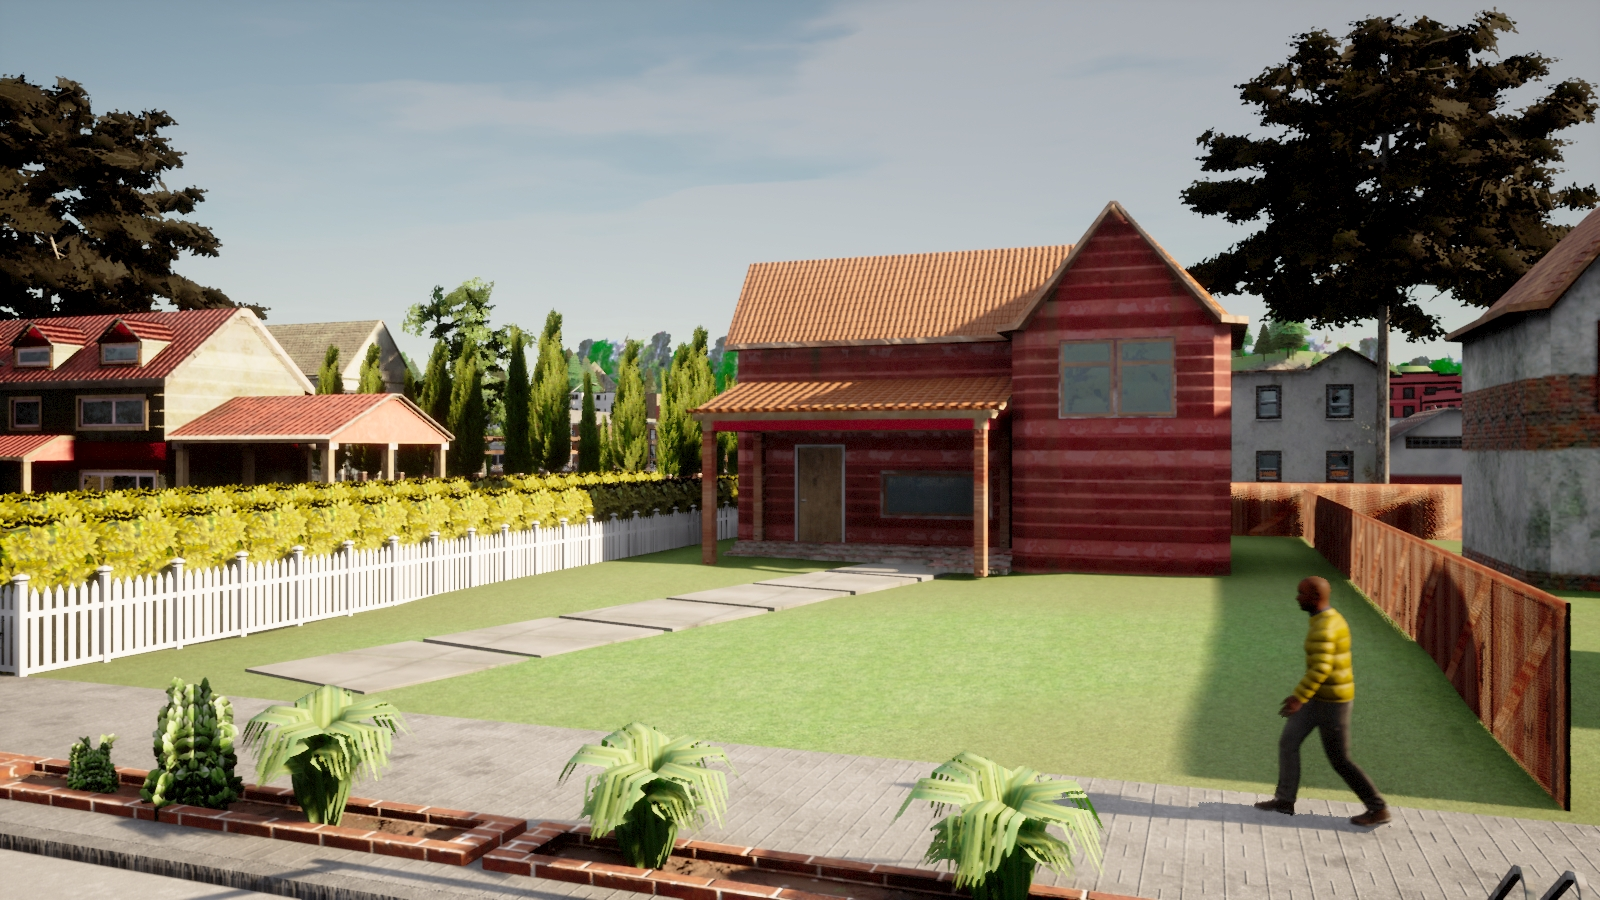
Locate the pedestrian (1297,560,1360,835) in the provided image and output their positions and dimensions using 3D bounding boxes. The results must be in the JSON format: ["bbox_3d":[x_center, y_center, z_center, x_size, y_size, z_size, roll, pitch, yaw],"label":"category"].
[{"bbox_3d":[3.777,1.744,8.181,0.375,1.860,0.375,0,0,20],"label":"pedestrian"}]
